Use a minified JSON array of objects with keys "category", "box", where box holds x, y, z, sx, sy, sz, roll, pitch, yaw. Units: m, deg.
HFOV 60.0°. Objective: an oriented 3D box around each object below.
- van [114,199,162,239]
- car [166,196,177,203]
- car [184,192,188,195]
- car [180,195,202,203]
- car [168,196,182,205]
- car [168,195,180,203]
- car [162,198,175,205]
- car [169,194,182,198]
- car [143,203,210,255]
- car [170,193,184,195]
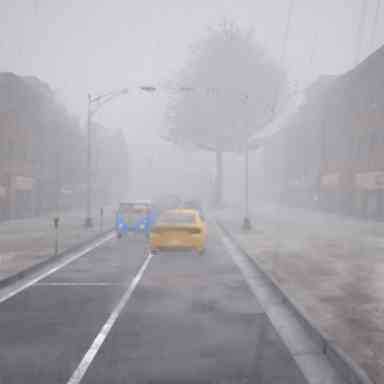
[{"category":"van","box":[-2.659,1.267,16.479,1.690,1.788,3.998,2,0,0]},{"category":"car","box":[-2.710,1.384,32.916,1.752,1.417,4.829,2,0,0]},{"category":"car","box":[-0.050,1.262,53.823,1.882,1.535,5.008,0,0,0]},{"category":"car","box":[0.001,1.356,34.767,1.837,1.490,4.892,0,0,0]},{"category":"car","box":[-2.773,1.331,55.226,2.008,1.369,4.403,1,0,0]},{"category":"car","box":[-2.726,1.382,38.621,1.887,1.381,4.507,2,0,0]},{"category":"car","box":[-2.696,1.446,27.551,1.947,1.339,4.313,2,0,0]},{"category":"car","box":[-2.742,1.368,44.156,2.008,1.369,4.403,1,0,0]},{"category":"car","box":[-0.373,1.418,13.027,1.882,1.535,5.008,0,0,4]},{"category":"car","box":[-2.751,1.113,49.690,2.192,1.841,5.009,1,0,0]}]
